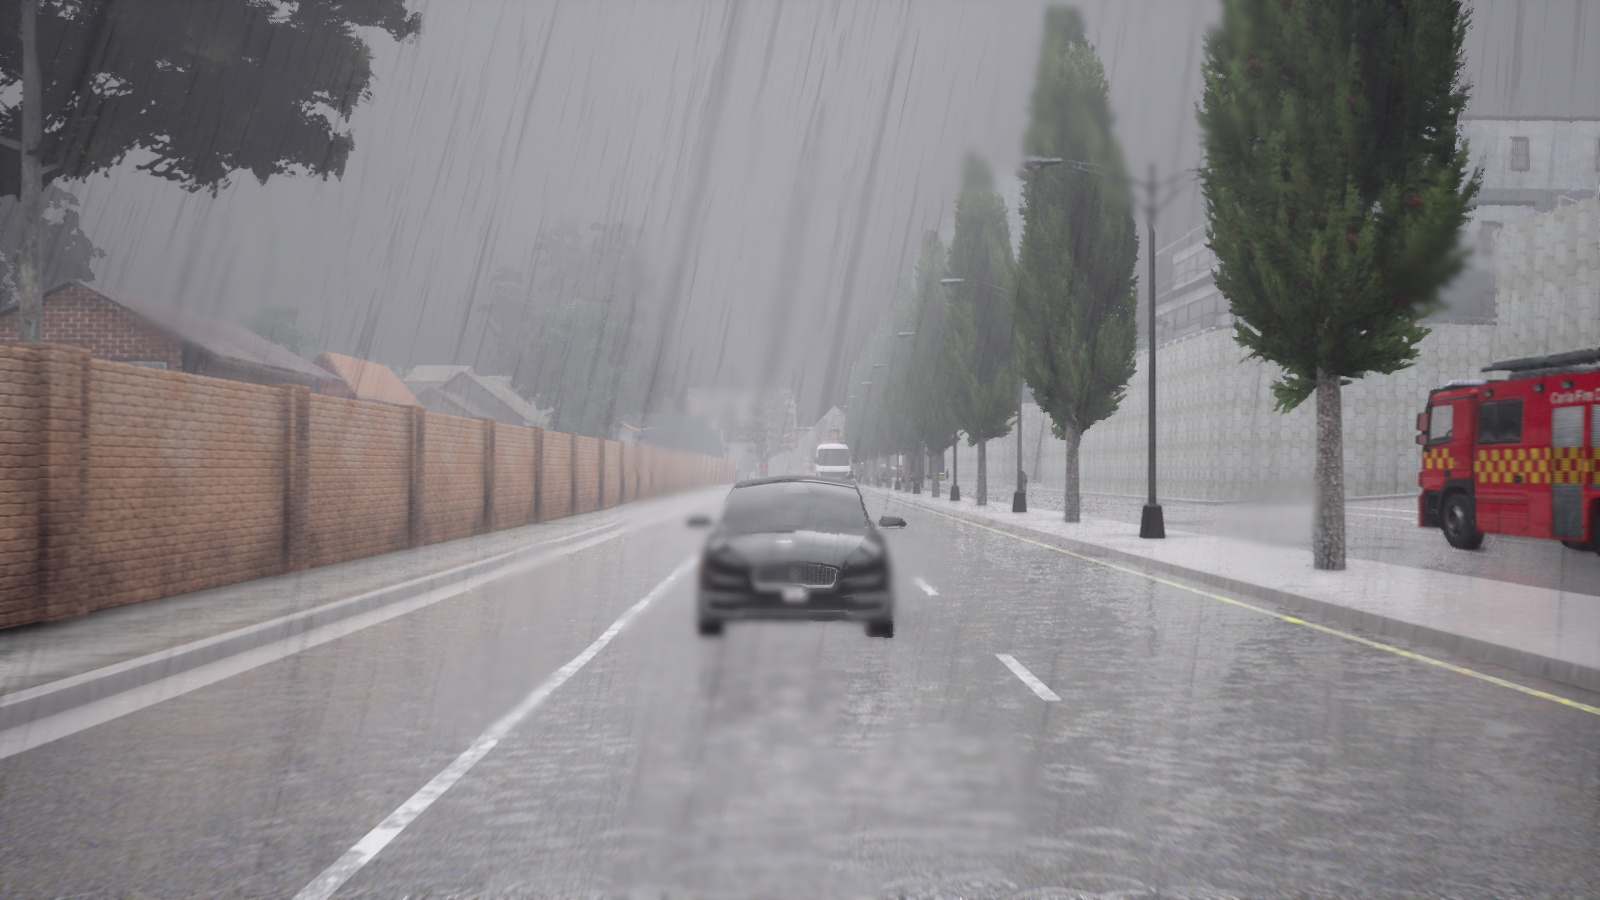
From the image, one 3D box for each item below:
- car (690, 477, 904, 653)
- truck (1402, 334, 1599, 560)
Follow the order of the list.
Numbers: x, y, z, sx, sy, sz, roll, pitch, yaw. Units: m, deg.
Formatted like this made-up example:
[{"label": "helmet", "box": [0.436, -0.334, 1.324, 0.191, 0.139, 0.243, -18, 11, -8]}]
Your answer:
[{"label": "car", "box": [-0.032, 1.042, 13.291, 1.837, 1.490, 4.892, 0, -1, 0]}, {"label": "truck", "box": [14.937, -0.011, 23.853, 2.891, 3.827, 8.468, 0, -1, 0]}]
